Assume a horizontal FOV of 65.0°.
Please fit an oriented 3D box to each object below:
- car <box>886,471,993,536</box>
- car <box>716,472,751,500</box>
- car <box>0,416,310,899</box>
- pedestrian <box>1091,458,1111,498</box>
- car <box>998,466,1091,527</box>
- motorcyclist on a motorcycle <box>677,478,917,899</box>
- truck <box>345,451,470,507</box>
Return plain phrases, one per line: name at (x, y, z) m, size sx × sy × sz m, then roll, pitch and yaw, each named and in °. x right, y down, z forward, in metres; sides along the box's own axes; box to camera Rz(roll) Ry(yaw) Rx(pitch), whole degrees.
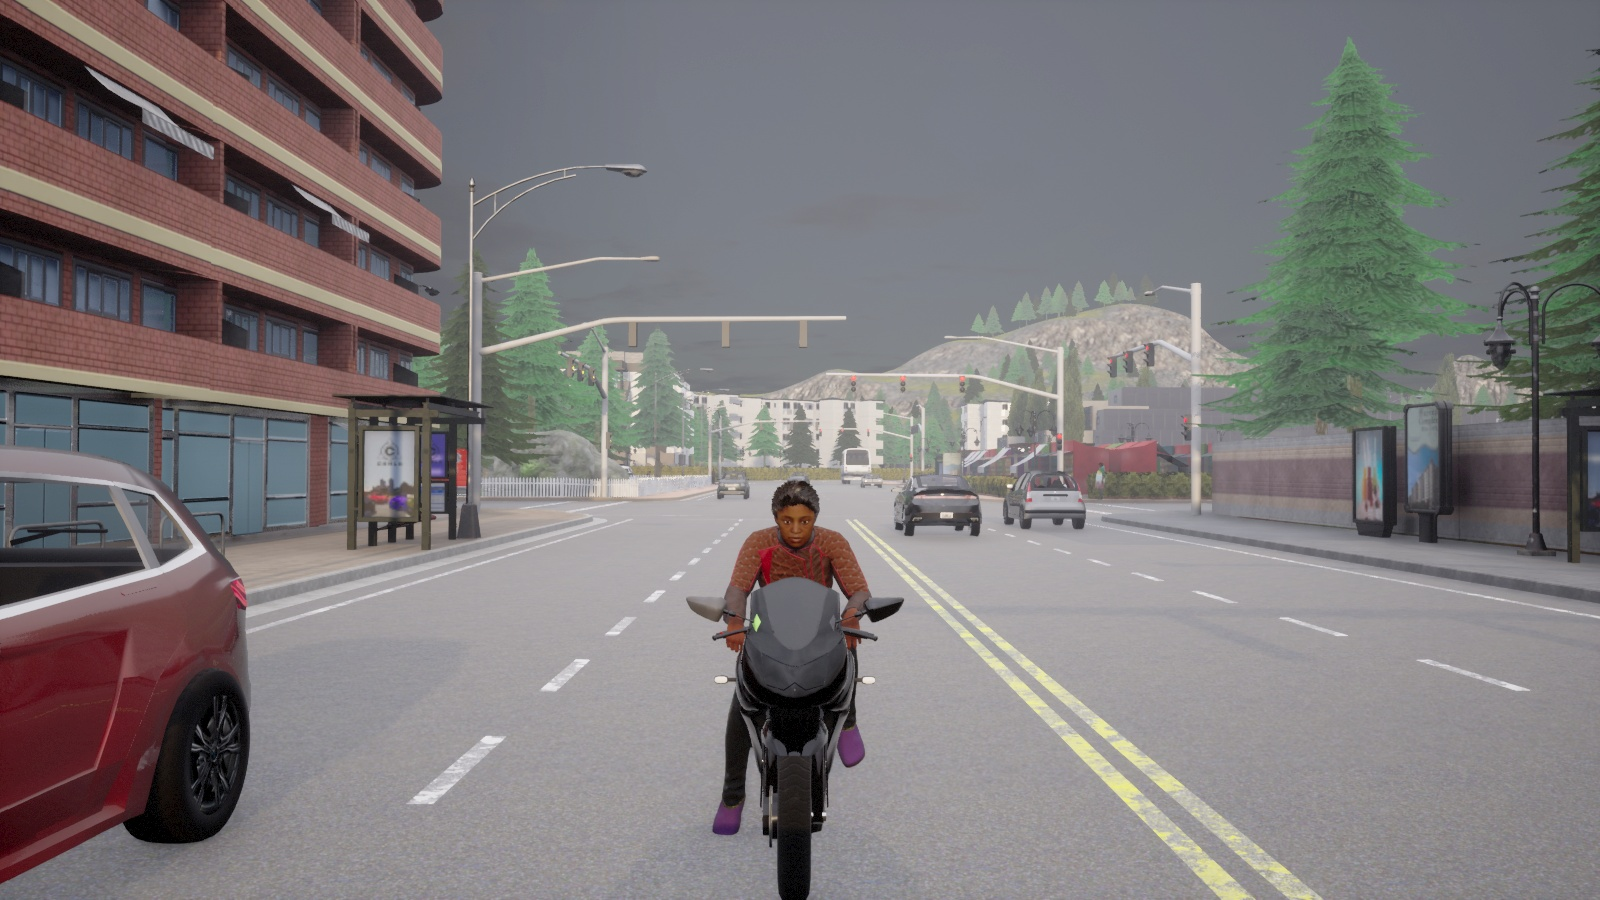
car at (3.423, 1.288, 31.691) m, size 2.128 × 1.511 × 4.902 m, roll 0°, pitch -1°, yaw 0°
car at (-3.670, 1.978, 69.887) m, size 1.789 × 1.549 × 3.705 m, roll 0°, pitch -1°, yaw 0°
car at (-3.511, 0.737, 3.845) m, size 2.242 × 1.667 × 4.611 m, roll 0°, pitch -1°, yaw 0°
pedestrian at (14.978, 1.400, 62.524) m, size 0.873 × 1.952 × 0.659 m, roll 0°, pitch -1°, yaw 2°
car at (6.913, 1.286, 35.846) m, size 1.851 × 1.617 × 3.988 m, roll 0°, pitch -1°, yaw 0°
motorcyclist on a motorcycle at (-0.013, 0.884, 5.210) m, size 0.797 × 1.523 × 2.044 m, roll 0°, pitch -1°, yaw 0°
truck at (-17.863, 1.306, 57.502) m, size 5.204 × 2.467 × 2.627 m, roll 0°, pitch -1°, yaw -11°
